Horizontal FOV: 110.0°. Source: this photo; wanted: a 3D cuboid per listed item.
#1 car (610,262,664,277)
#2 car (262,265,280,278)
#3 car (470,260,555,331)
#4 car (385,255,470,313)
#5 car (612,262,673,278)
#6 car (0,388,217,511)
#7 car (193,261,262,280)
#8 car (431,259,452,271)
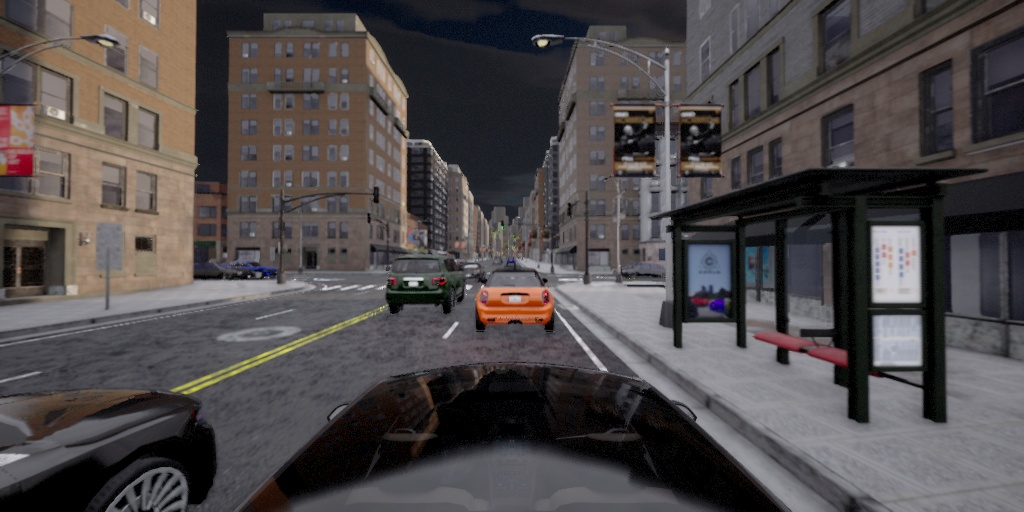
[{"bbox_3d":[13.086,1.388,37.786,4.902,1.511,2.128,0,-1,0],"label":"car"},{"bbox_3d":[-22.776,1.163,30.885,5.008,1.535,1.882,0,-1,0],"label":"car"},{"bbox_3d":[0.074,1.110,11.197,2.097,1.767,4.553,0,0,0],"label":"car"},{"bbox_3d":[-3.184,0.983,14.196,2.150,2.045,5.566,0,0,0],"label":"car"},{"bbox_3d":[12.862,1.399,34.556,5.357,1.411,2.033,0,-1,-4],"label":"car"},{"bbox_3d":[-3.156,1.241,0.713,2.128,1.511,4.902,0,0,0],"label":"car"},{"bbox_3d":[-22.907,1.187,27.635,5.357,1.411,2.033,0,-1,0],"label":"car"},{"bbox_3d":[-9.949,1.269,50.963,1.882,1.535,5.008,0,0,0],"label":"car"}]
